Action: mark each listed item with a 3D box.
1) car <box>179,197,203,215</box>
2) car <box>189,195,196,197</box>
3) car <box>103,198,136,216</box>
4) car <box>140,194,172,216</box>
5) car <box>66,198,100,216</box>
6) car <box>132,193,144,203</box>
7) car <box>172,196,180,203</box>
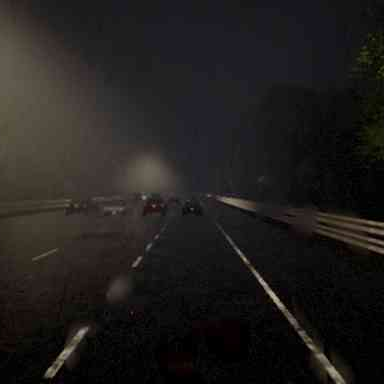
[{"bbox_3d":[0.032,1.528,32.888,1.994,1.385,4.181,0,0,1],"label":"car"},{"bbox_3d":[0.127,1.436,66.442,1.837,1.490,4.892,0,-1,1],"label":"car"},{"bbox_3d":[-6.978,1.566,31.915,1.895,1.301,4.718,0,0,1],"label":"car"},{"bbox_3d":[-3.470,1.315,32.513,2.097,1.767,4.553,0,0,1],"label":"car"},{"bbox_3d":[-10.473,1.316,32.277,2.097,1.767,4.553,0,0,1],"label":"car"},{"bbox_3d":[-10.391,1.151,66.013,2.150,2.045,5.566,0,-1,1],"label":"car"},{"bbox_3d":[-3.369,1.497,66.292,1.994,1.385,4.181,0,0,1],"label":"car"}]
